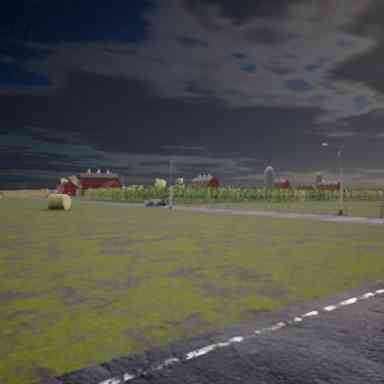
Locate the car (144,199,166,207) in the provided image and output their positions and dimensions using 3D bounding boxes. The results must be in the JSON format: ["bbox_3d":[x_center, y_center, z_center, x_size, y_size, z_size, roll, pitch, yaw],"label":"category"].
[{"bbox_3d":[-6.586,1.900,58.948,2.033,1.411,5.357,0,0,-35],"label":"car"}]
